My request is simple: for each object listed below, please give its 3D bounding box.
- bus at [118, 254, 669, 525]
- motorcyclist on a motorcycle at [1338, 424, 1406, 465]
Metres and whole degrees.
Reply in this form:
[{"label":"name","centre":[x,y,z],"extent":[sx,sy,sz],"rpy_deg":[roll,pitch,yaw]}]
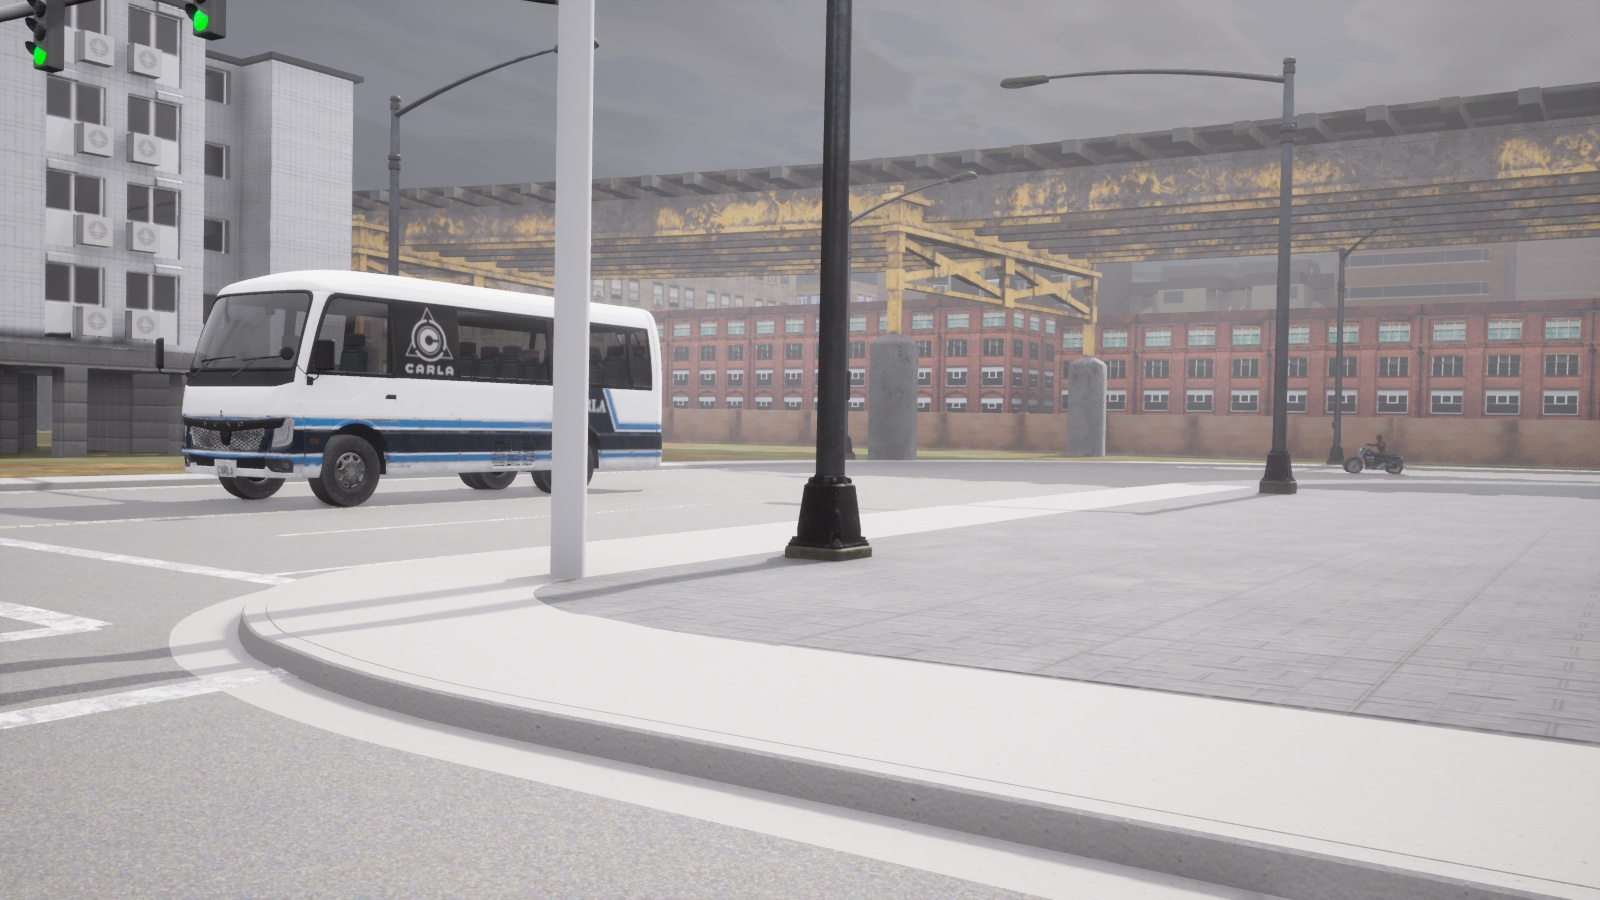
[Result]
[{"label":"bus","centre":[-7.391,-1.054,25.062],"extent":[3.944,4.253,10.273],"rpy_deg":[1,1,33]},{"label":"motorcyclist on a motorcycle","centre":[23.044,-0.229,50.626],"extent":[2.350,1.649,0.766],"rpy_deg":[0,2,1]}]
